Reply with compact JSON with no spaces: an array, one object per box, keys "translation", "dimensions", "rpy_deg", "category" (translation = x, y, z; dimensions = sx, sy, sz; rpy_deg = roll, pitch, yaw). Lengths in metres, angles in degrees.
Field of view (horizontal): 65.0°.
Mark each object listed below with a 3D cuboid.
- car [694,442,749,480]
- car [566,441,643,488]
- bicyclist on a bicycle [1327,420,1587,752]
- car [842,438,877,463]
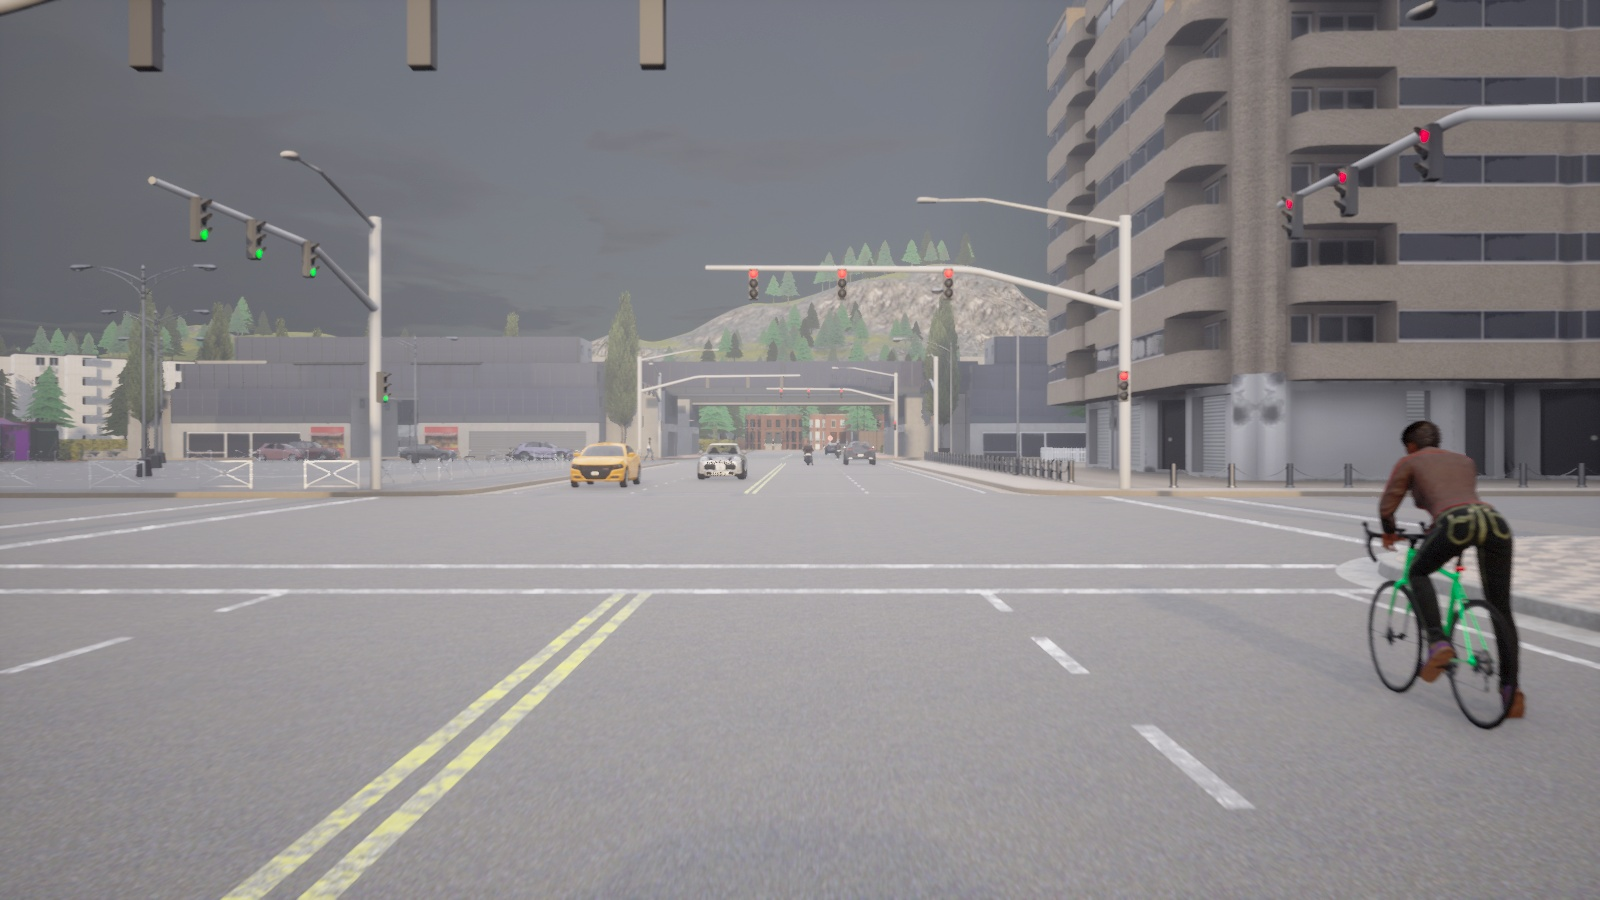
[{"translation":[-3.164,0.420,51.416],"dimensions":[1.970,1.475,3.806],"rpy_deg":[0,0,0],"category":"car"},{"translation":[-6.713,0.473,43.612],"dimensions":[1.882,1.535,5.008],"rpy_deg":[0,0,0],"category":"car"},{"translation":[3.559,0.663,6.965],"dimensions":[0.582,1.620,1.656],"rpy_deg":[0,0,0],"category":"bicyclist on a bicycle"},{"translation":[4.052,0.044,85.995],"dimensions":[2.152,1.651,5.027],"rpy_deg":[0,0,0],"category":"car"}]
